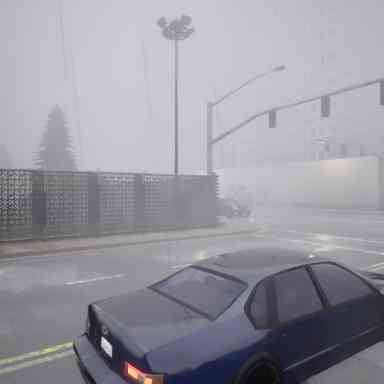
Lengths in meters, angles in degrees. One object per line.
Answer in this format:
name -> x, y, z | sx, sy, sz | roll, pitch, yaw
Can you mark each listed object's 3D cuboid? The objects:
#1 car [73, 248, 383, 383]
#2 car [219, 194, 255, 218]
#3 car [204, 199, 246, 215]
car -> 1.228, 1.547, 4.674 | 5.357, 1.411, 2.033 | 0, 0, -35
car -> 3.033, 1.297, 29.120 | 2.097, 1.767, 4.553 | 0, 0, -35
car -> 3.355, 1.470, 34.713 | 1.812, 1.442, 4.674 | 0, 0, -35
